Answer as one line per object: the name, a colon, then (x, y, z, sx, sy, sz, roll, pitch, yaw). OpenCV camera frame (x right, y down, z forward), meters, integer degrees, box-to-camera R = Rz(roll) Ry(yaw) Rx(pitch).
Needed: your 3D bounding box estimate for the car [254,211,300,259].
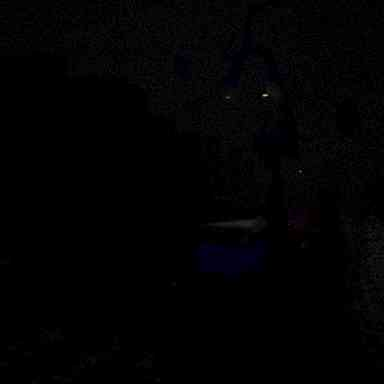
car: (3.682, 2.033, 16.096, 2.192, 1.841, 5.009, 2, -2, 23)

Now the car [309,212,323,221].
car: (20.788, 4.066, 55.770, 1.947, 1.339, 4.313, 2, -2, 23)

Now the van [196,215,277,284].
van: (1.541, 1.841, 11.136, 1.690, 1.788, 3.998, 2, -2, 23)

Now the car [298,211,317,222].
car: (14.371, 3.367, 40.891, 1.887, 1.381, 4.507, 2, -2, 23)

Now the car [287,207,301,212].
car: (15.231, 3.282, 49.462, 2.150, 2.045, 5.566, 3, -1, 24)

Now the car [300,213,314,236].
car: (8.974, 2.782, 28.067, 1.812, 1.442, 4.674, 3, -1, 23)

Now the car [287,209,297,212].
car: (10.878, 3.105, 39.301, 1.837, 1.490, 4.892, 3, -1, 24)

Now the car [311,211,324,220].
car: (22.928, 4.280, 60.731, 2.008, 1.369, 4.403, 2, -2, 23)
